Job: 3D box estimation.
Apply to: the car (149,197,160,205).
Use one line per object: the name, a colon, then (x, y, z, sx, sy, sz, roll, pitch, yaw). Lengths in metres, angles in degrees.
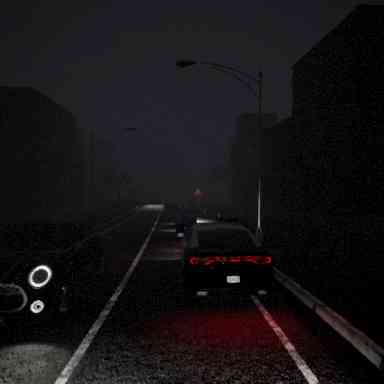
car: (-7.087, 1.652, 63.182, 1.895, 1.301, 4.718, 0, 2, -4)

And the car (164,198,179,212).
car: (-2.792, 1.954, 45.402, 2.128, 1.511, 4.902, 0, -1, -4)

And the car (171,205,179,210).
car: (-0.424, 1.906, 24.797, 1.812, 1.442, 4.674, 0, -1, -4)

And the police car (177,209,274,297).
police car: (0.651, 1.472, 8.857, 1.930, 1.638, 5.238, 0, -1, -3)

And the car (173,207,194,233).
car: (0.006, 1.754, 18.802, 1.812, 1.442, 4.674, 0, -1, -4)

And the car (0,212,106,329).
car: (-3.341, 1.389, 7.256, 2.097, 1.767, 4.553, 0, -1, -3)

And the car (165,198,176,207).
car: (-3.790, 1.797, 59.156, 1.895, 1.301, 4.718, 0, 2, -4)
